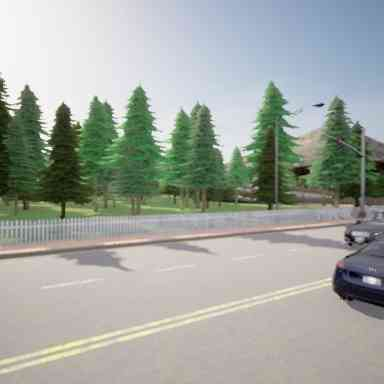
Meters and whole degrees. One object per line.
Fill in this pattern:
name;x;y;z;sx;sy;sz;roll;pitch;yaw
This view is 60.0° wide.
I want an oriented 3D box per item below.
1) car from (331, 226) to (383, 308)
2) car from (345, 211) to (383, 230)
car;4.959;1.618;7.306;4.181;1.385;1.994;0;0;-35
car;8.523;1.590;14.382;4.902;1.511;2.128;0;0;-36
